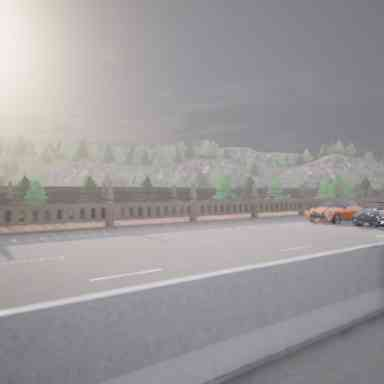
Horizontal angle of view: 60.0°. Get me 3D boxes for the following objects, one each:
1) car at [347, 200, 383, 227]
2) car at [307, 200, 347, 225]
[{"bbox_3d":[12.396,1.368,21.435,4.553,1.767,2.097,0,0,-35],"label":"car"},{"bbox_3d":[10.492,1.368,24.376,4.553,1.767,2.097,0,0,-35],"label":"car"}]
